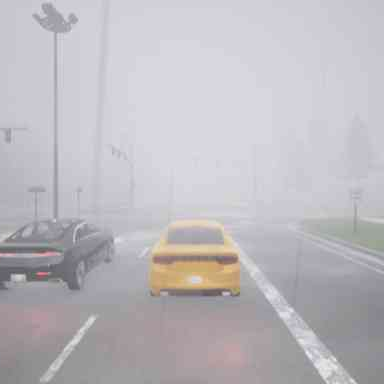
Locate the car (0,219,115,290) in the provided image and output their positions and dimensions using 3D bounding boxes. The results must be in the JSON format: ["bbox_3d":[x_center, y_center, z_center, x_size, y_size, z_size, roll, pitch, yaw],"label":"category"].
[{"bbox_3d":[-3.420,1.463,8.961,2.128,1.511,4.902,0,0,0],"label":"car"}]

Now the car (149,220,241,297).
[{"bbox_3d":[0.072,1.450,8.577,1.882,1.535,5.008,0,0,0],"label":"car"}]
